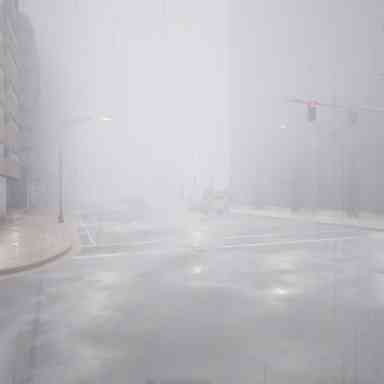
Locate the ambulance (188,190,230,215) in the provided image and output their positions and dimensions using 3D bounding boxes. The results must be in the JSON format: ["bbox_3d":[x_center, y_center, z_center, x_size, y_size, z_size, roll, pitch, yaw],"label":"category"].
[{"bbox_3d":[1.475,1.032,33.978,2.351,2.431,6.366,0,0,-21],"label":"ambulance"}]

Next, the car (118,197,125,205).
[{"bbox_3d":[-12.030,1.570,59.836,1.882,1.535,5.008,0,0,-21],"label":"car"}]

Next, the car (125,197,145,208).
[{"bbox_3d":[-8.327,1.561,50.153,2.128,1.511,4.902,0,0,-20],"label":"car"}]
